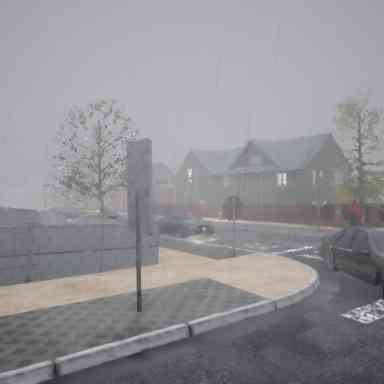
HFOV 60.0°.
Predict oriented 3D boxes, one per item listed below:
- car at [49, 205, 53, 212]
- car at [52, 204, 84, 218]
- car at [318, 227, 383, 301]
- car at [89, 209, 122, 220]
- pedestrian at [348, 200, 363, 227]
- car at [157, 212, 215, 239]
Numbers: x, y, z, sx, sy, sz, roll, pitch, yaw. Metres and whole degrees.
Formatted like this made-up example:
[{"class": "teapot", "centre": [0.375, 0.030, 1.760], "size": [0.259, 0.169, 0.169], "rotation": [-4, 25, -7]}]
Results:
[{"class": "car", "centre": [-23.036, 2.824, 56.712], "size": [1.882, 1.535, 5.008], "rotation": [-1, -1, -36]}, {"class": "car", "centre": [-15.255, 2.475, 40.809], "size": [1.837, 1.490, 4.892], "rotation": [-1, 1, -36]}, {"class": "car", "centre": [4.901, 1.609, 8.458], "size": [2.033, 1.411, 5.357], "rotation": [0, -2, 3]}, {"class": "car", "centre": [-7.983, 2.243, 30.600], "size": [1.994, 1.385, 4.181], "rotation": [-1, -1, -35]}, {"class": "pedestrian", "centre": [8.557, 1.251, 17.517], "size": [0.375, 1.860, 0.375], "rotation": [-3, 2, -36]}, {"class": "car", "centre": [-0.480, 1.937, 20.095], "size": [1.994, 1.385, 4.181], "rotation": [-1, -1, -36]}]
